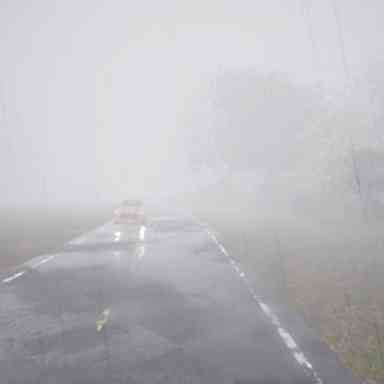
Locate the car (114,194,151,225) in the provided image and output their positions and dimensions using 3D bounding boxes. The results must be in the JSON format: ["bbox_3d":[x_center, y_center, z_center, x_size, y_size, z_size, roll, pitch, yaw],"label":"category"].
[{"bbox_3d":[-4.202,1.266,23.456,2.097,1.767,4.553,0,0,-5],"label":"car"}]

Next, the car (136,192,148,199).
[{"bbox_3d":[-12.558,0.891,83.494,2.097,1.767,4.553,0,0,-18],"label":"car"}]

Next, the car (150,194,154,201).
[{"bbox_3d":[-9.603,1.204,72.850,1.837,1.490,4.892,0,0,-16],"label":"car"}]

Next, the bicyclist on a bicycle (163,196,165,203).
[{"bbox_3d":[-4.262,1.225,52.881,0.866,1.612,1.509,-1,0,-11],"label":"bicyclist on a bicycle"}]

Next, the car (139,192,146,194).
[{"bbox_3d":[-10.518,1.280,64.070,1.812,1.442,4.674,0,0,-13],"label":"car"}]

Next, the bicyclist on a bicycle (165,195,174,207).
[{"bbox_3d":[-2.723,1.264,44.084,0.866,1.612,1.509,0,0,-9],"label":"bicyclist on a bicycle"}]
